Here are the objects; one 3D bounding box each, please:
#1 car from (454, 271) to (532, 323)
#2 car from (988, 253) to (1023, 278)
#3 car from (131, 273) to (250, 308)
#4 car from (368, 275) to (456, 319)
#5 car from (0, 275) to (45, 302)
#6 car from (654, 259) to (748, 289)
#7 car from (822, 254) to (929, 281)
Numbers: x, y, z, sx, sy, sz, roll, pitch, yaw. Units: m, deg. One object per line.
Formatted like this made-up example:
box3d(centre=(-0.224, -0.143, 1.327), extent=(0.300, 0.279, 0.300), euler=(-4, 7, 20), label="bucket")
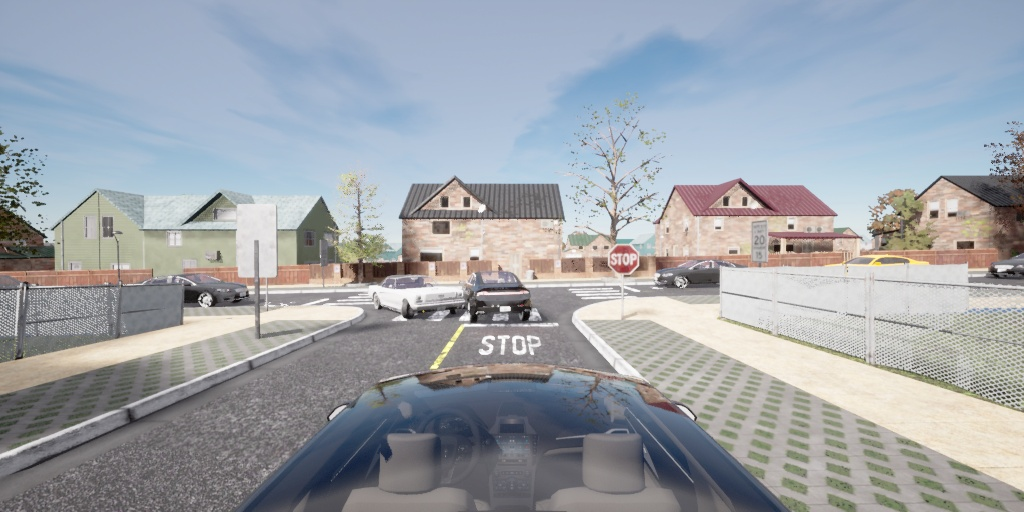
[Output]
box3d(centre=(-0.690, 1.243, 12.219), extent=(2.128, 1.511, 4.902), euler=(0, 0, -12), label="car")
box3d(centre=(29.380, 0.479, 19.707), extent=(4.902, 1.511, 2.128), euler=(-1, 1, 0), label="car")
box3d(centre=(-14.906, 1.567, 16.571), extent=(4.902, 1.511, 2.128), euler=(-1, 1, 0), label="car")
box3d(centre=(-3.605, 1.368, 13.078), extent=(1.895, 1.301, 4.718), euler=(0, 0, -38), label="car")
box3d(centre=(-24.244, 1.648, 16.528), extent=(4.553, 1.767, 2.097), euler=(-1, 1, 0), label="car")
box3d(centre=(10.326, 0.926, 19.630), extent=(4.902, 1.511, 2.128), euler=(-1, 1, 0), label="car")
box3d(centre=(19.756, 0.691, 19.669), extent=(5.008, 1.535, 1.882), euler=(-1, 1, -1), label="car")
